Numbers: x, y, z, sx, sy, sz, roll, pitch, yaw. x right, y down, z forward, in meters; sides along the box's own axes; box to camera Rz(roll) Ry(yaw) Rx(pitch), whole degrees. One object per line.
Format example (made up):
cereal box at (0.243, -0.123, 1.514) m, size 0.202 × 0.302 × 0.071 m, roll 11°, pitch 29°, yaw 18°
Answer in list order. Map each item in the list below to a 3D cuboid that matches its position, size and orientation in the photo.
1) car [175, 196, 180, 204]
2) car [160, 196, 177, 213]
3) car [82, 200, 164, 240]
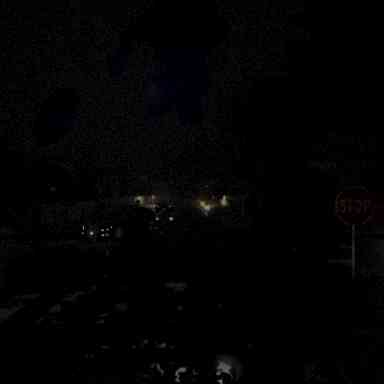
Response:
car at (-3.203, 1.505, 62.915) m, size 1.882 × 1.535 × 5.008 m, roll 0°, pitch 0°, yaw 0°
car at (-3.016, 1.501, 37.295) m, size 1.812 × 1.442 × 4.674 m, roll 0°, pitch 0°, yaw 0°
car at (-3.575, 1.488, 17.211) m, size 1.837 × 1.490 × 4.892 m, roll 1°, pitch 4°, yaw 23°
